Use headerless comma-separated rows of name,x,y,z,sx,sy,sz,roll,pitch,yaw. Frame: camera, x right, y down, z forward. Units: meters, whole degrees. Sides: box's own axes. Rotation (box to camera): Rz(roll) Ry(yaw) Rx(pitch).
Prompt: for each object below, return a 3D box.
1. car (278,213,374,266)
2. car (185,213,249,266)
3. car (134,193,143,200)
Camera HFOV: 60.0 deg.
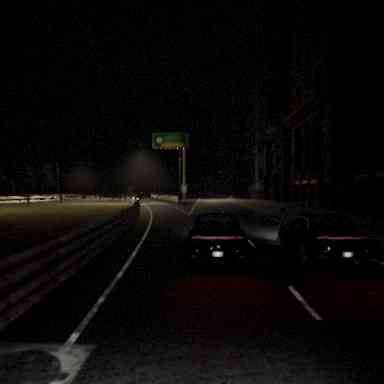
car,4.285,1.462,11.371,2.128,1.511,4.902,0,0,2
car,0.791,1.464,11.471,2.128,1.511,4.902,0,0,2
car,-12.894,1.099,79.898,1.837,1.490,4.892,0,0,-13
